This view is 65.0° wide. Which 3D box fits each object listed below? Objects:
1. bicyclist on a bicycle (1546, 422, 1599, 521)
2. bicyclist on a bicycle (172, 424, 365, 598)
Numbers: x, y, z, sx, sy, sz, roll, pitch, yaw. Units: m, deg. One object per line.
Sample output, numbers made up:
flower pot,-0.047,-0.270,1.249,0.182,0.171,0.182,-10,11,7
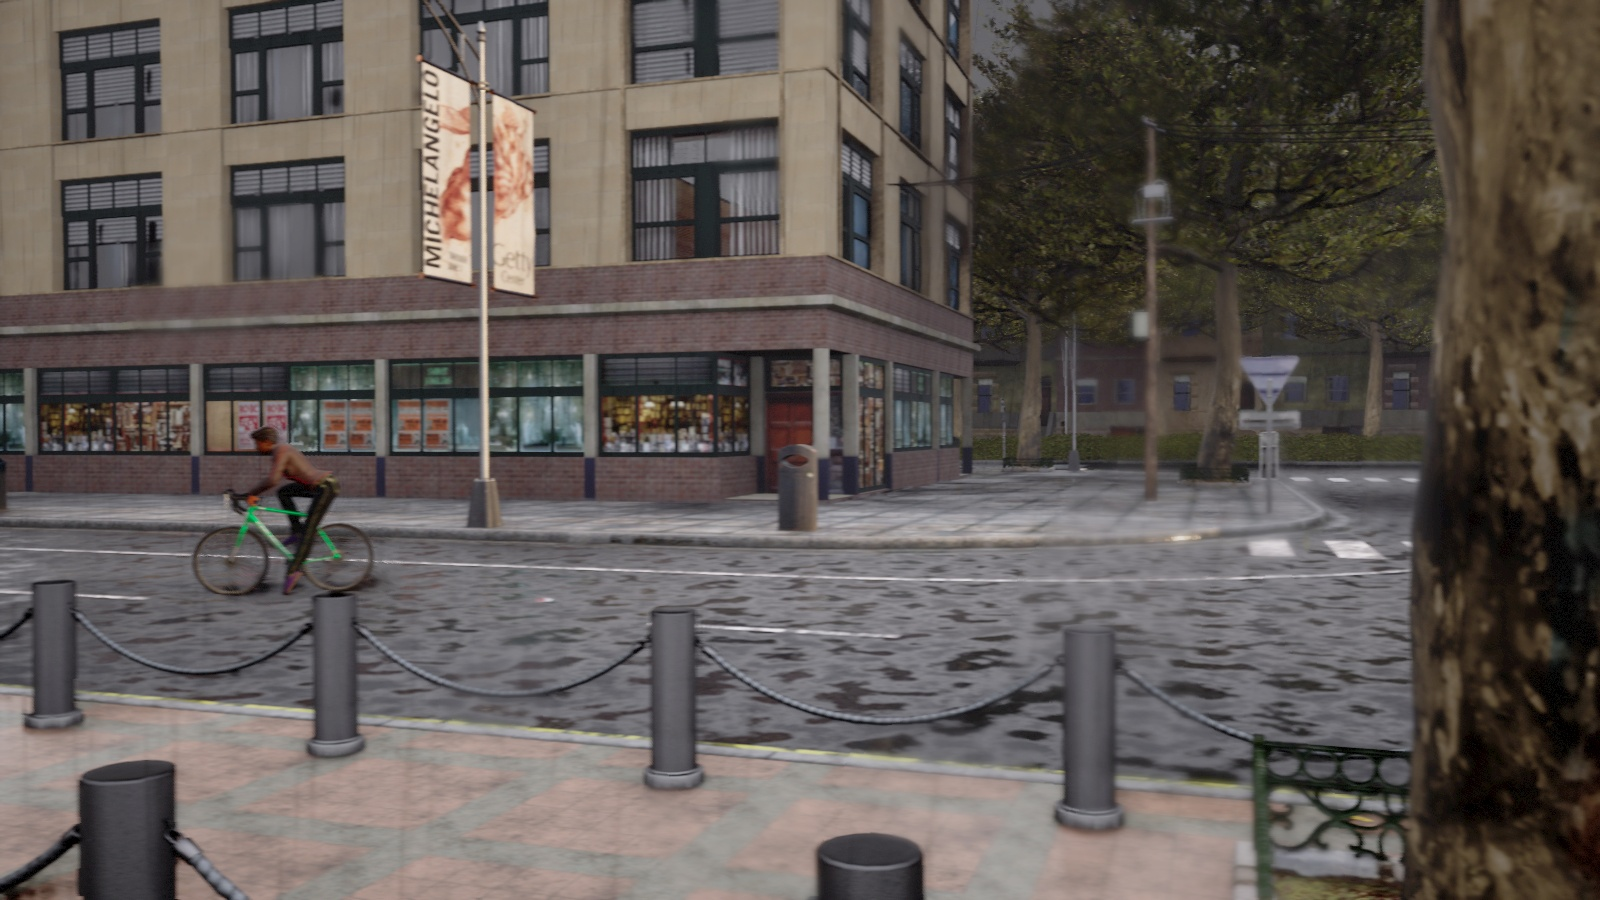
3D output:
bicyclist on a bicycle,14.480,0.378,23.314,0.659,1.776,1.843,1,1,18
bicyclist on a bicycle,-5.138,0.564,12.238,1.656,1.620,0.582,-1,1,-16
